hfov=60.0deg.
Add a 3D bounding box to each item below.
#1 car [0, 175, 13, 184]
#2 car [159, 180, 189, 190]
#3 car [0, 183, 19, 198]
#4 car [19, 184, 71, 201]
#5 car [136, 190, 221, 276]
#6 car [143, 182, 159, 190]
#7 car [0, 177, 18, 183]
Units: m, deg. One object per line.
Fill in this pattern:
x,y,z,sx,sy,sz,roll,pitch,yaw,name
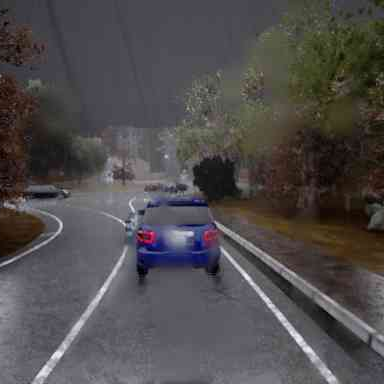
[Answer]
-38.714,-2.560,66.577,2.097,1.767,4.553,2,4,29,car
-2.049,-0.783,44.538,2.097,1.767,4.553,2,5,23,car
-20.913,-0.014,37.718,4.718,1.301,1.895,0,4,3,car
-15.312,-0.077,35.345,4.553,1.767,2.097,-1,4,-11,car
-0.510,1.145,10.400,2.150,2.045,5.566,0,2,-5,car
-4.699,-0.712,46.823,1.895,1.301,4.718,3,5,31,car
-36.179,-2.195,64.519,1.994,1.385,4.181,2,4,29,car
